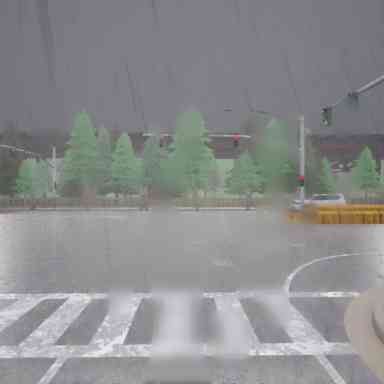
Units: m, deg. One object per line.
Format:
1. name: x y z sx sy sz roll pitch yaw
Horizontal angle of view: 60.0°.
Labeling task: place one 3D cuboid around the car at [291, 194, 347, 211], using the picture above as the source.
1. car: 13.535 1.221 35.445 5.566 2.045 2.150 0 0 -2
